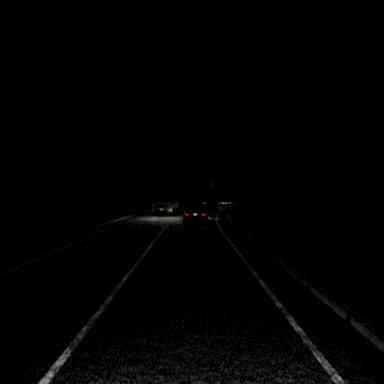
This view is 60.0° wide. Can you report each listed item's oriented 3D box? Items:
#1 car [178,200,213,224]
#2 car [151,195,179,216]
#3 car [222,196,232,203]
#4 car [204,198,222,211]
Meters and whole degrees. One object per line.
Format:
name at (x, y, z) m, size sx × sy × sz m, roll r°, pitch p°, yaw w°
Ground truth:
car at (0.352, 1.604, 25.493) m, size 2.033 × 1.411 × 5.357 m, roll 0°, pitch 0°, yaw 3°
car at (-2.628, 1.328, 34.472) m, size 2.150 × 2.045 × 5.566 m, roll -1°, pitch 0°, yaw 6°
car at (7.555, 1.642, 74.242) m, size 1.812 × 1.442 × 4.674 m, roll -2°, pitch -1°, yaw 22°
car at (2.295, 1.559, 42.708) m, size 2.128 × 1.511 × 4.902 m, roll -1°, pitch 0°, yaw 9°
